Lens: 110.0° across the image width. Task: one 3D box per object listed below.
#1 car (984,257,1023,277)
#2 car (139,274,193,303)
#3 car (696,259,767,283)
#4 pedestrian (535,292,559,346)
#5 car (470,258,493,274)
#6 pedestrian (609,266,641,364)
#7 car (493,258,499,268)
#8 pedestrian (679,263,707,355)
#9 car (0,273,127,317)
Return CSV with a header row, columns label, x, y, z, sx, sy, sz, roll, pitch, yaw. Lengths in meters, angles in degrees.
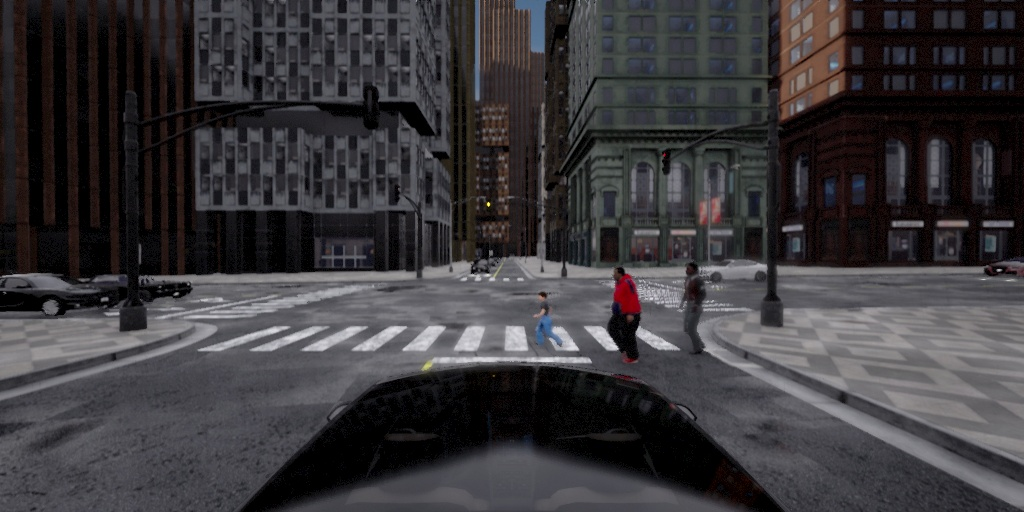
label,x,y,z,sx,sy,sz,roll,pitch,yaw
car,34.410,0.732,23.860,4.181,1.385,1.994,-1,1,0
car,-18.149,1.519,17.016,4.718,1.301,1.895,-1,1,0
car,14.592,0.947,23.807,4.674,1.442,1.812,-1,1,-1
pedestrian,0.753,1.299,7.764,0.375,1.300,0.375,0,1,0
car,-3.247,1.087,37.448,1.837,1.490,4.892,0,1,-1
pedestrian,2.062,1.023,6.570,0.375,1.860,0.375,0,1,0
car,-3.373,0.996,53.666,1.837,1.490,4.892,0,0,0
pedestrian,3.639,1.021,7.172,0.375,1.860,0.375,0,1,0
car,-18.143,1.425,13.764,5.008,1.535,1.882,-1,1,0
